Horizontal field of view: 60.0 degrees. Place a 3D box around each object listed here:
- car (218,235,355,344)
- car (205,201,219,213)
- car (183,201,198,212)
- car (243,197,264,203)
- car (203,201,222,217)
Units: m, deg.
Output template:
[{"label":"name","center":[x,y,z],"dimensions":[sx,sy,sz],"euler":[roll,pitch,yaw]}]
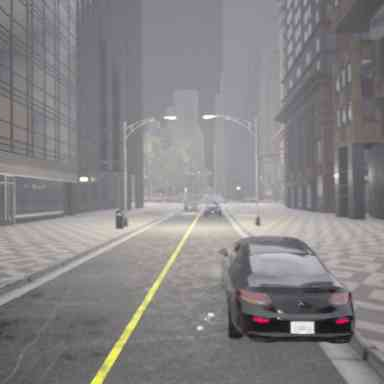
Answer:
[{"label":"car","center":[1.534,1.582,6.531],"dimensions":[1.812,1.442,4.674],"euler":[-1,-1,3]},{"label":"car","center":[2.739,1.989,45.776],"dimensions":[1.837,1.490,4.892],"euler":[-1,-1,4]},{"label":"car","center":[-0.185,2.030,47.440],"dimensions":[2.128,1.511,4.902],"euler":[-1,-1,3]},{"label":"car","center":[17.368,2.491,94.049],"dimensions":[4.097,1.590,1.967],"euler":[0,-2,3]},{"label":"car","center":[2.239,1.904,35.894],"dimensions":[1.812,1.442,4.674],"euler":[-1,-1,4]}]
